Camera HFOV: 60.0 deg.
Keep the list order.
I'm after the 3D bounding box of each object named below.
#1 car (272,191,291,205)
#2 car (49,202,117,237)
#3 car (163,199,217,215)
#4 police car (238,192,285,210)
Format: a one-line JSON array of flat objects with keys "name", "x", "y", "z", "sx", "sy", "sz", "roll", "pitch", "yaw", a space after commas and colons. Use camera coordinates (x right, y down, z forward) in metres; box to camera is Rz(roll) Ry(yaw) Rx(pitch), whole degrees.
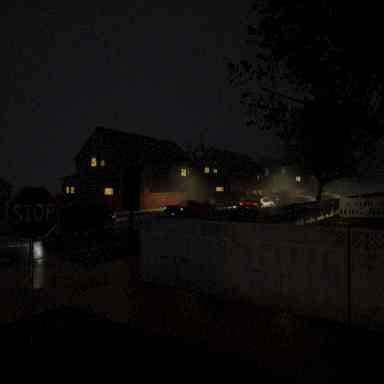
[{"name": "car", "x": 10.068, "y": 0.708, "z": 39.564, "sx": 2.097, "sy": 1.767, "sz": 4.553, "roll": 2, "pitch": 2, "yaw": 36}, {"name": "car", "x": -6.002, "y": 1.283, "z": 16.854, "sx": 1.837, "sy": 1.490, "sz": 4.892, "roll": 2, "pitch": 2, "yaw": 34}, {"name": "car", "x": -0.075, "y": 1.221, "z": 25.289, "sx": 1.895, "sy": 1.301, "sz": 4.718, "roll": 2, "pitch": 2, "yaw": 35}, {"name": "police car", "x": 5.915, "y": 1.117, "z": 28.821, "sx": 2.038, "sy": 1.542, "sz": 4.974, "roll": 2, "pitch": 2, "yaw": 35}]
